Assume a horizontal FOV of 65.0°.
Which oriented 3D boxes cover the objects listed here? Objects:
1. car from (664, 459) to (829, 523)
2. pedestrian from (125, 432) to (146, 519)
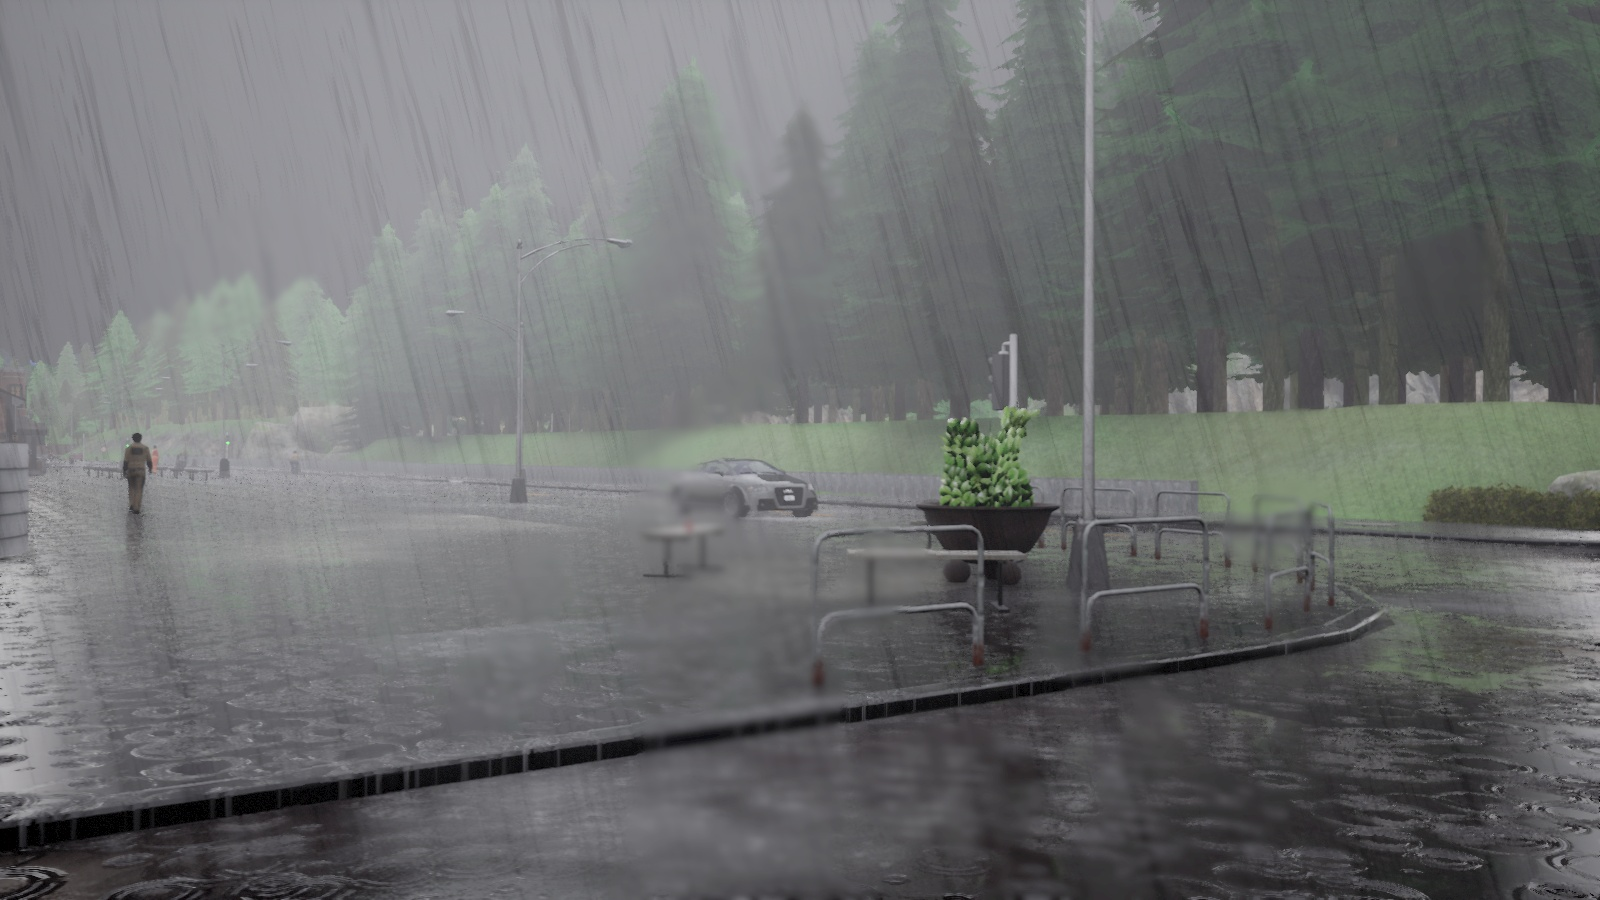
[{"bbox_3d":[-1.341,0.916,29.945,1.994,1.385,4.181,0,0,-35],"label":"car"},{"bbox_3d":[-14.878,0.564,28.113,0.396,1.930,0.692,0,0,-26],"label":"pedestrian"}]
